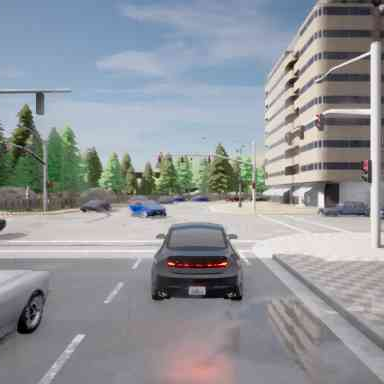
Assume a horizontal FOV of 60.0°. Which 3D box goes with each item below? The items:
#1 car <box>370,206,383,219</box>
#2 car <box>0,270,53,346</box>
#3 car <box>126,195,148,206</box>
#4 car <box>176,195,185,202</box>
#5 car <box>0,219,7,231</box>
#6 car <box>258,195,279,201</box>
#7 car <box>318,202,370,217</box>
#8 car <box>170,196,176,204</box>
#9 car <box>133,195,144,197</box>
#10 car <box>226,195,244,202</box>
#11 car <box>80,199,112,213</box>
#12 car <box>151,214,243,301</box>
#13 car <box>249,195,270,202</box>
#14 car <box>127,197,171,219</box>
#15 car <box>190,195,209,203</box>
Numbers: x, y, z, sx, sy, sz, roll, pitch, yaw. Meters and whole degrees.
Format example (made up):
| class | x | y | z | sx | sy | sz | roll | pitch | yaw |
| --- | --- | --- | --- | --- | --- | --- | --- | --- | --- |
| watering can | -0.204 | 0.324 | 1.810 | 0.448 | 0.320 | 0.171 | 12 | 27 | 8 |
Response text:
| class | x | y | z | sx | sy | sz | roll | pitch | yaw |
| --- | --- | --- | --- | --- | --- | --- | --- | --- | --- |
| car | 17.713 | 1.581 | 27.475 | 4.674 | 1.442 | 1.812 | 0 | 0 | 0 |
| car | -3.424 | 1.601 | 3.805 | 1.895 | 1.301 | 4.718 | 0 | 0 | 0 |
| car | -9.190 | 1.351 | 55.791 | 2.097 | 1.767 | 4.553 | 0 | 0 | 13 |
| car | -3.370 | 1.478 | 70.556 | 1.882 | 1.535 | 5.008 | 0 | 0 | 31 |
| car | -10.567 | 1.600 | 15.076 | 1.895 | 1.301 | 4.718 | 0 | 0 | 0 |
| car | 18.554 | 1.500 | 80.548 | 4.892 | 1.490 | 1.837 | 0 | 0 | -22 |
| car | 14.619 | 1.603 | 30.987 | 5.357 | 1.411 | 2.033 | 0 | 0 | 0 |
| car | -4.937 | 1.563 | 58.507 | 1.994 | 1.385 | 4.181 | 0 | 0 | 17 |
| car | -6.828 | 1.352 | 42.916 | 2.097 | 1.767 | 4.553 | 0 | 0 | 2 |
| car | 9.753 | 1.478 | 75.037 | 5.008 | 1.535 | 1.882 | 0 | 0 | -41 |
| car | -10.721 | 1.547 | 37.630 | 2.033 | 1.411 | 5.357 | 0 | 0 | 6 |
| car | 0.121 | 1.505 | 8.324 | 1.837 | 1.490 | 4.892 | 0 | 0 | 1 |
| car | 15.227 | 1.595 | 74.763 | 4.718 | 1.301 | 1.895 | 0 | 0 | -33 |
| car | -4.095 | 1.505 | 29.981 | 1.882 | 1.535 | 5.008 | -1 | 0 | -31 |
| car | 1.628 | 1.478 | 71.590 | 1.882 | 1.535 | 5.008 | 0 | 0 | 38 |
